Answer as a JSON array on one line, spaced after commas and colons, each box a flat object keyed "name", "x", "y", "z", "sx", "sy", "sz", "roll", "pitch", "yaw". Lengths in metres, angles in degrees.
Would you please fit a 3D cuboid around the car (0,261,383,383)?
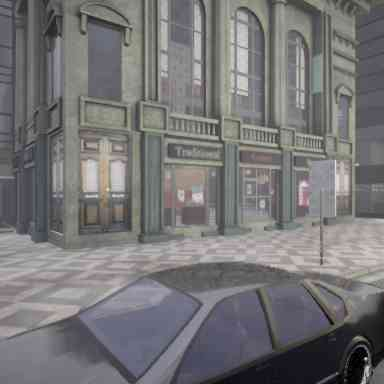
[{"name": "car", "x": 0.177, "y": 1.547, "z": 3.503, "sx": 5.357, "sy": 1.411, "sz": 2.033, "roll": 0, "pitch": 0, "yaw": -36}]
